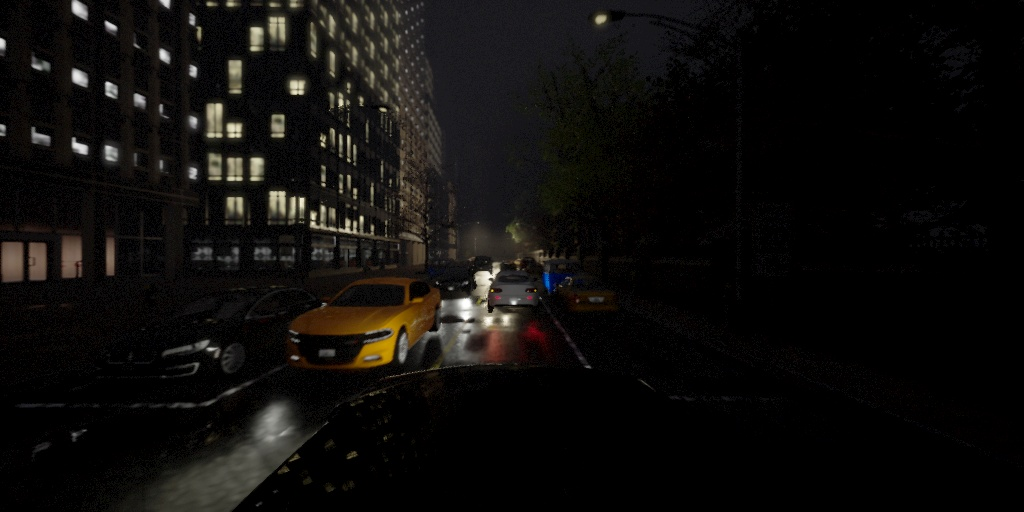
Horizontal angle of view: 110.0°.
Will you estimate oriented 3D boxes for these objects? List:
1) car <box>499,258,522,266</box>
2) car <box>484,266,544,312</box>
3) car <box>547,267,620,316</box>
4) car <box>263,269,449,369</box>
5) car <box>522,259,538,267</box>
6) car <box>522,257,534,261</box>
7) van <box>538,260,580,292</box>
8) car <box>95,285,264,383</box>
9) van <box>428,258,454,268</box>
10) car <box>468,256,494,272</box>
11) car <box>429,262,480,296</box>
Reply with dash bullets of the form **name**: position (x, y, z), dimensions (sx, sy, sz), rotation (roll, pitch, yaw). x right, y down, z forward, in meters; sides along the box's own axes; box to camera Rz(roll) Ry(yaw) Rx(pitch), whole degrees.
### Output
- **car**: position (-0.376, 1.232, 39.068), dimensions (2.128, 1.511, 4.902), rotation (0, 0, -1)
- **car**: position (0.044, 1.274, 14.004), dimensions (1.812, 1.442, 4.674), rotation (0, 0, 0)
- **car**: position (2.523, 1.274, 13.093), dimensions (1.751, 1.417, 4.829), rotation (0, 0, 0)
- **car**: position (-2.871, 1.228, 8.042), dimensions (1.882, 1.535, 5.008), rotation (0, 0, 0)
- **car**: position (2.248, 1.266, 35.269), dimensions (1.751, 1.417, 4.829), rotation (0, 0, -1)
- **car**: position (2.019, 1.049, 46.194), dimensions (2.192, 1.841, 5.009), rotation (0, 0, -1)
- **van**: position (2.479, 1.088, 18.467), dimensions (1.690, 1.789, 3.998), rotation (0, 0, -1)
- **car**: position (-5.327, 1.301, 7.157), dimensions (2.007, 1.370, 4.403), rotation (0, 0, 0)
- **van**: position (-5.680, 1.086, 29.339), dimensions (1.690, 1.789, 3.998), rotation (0, 0, -1)
- **car**: position (-3.172, 0.964, 39.194), dimensions (2.150, 2.045, 5.566), rotation (0, 0, -1)
- **car**: position (-2.951, 1.274, 19.493), dimensions (1.812, 1.442, 4.674), rotation (0, 0, -1)
